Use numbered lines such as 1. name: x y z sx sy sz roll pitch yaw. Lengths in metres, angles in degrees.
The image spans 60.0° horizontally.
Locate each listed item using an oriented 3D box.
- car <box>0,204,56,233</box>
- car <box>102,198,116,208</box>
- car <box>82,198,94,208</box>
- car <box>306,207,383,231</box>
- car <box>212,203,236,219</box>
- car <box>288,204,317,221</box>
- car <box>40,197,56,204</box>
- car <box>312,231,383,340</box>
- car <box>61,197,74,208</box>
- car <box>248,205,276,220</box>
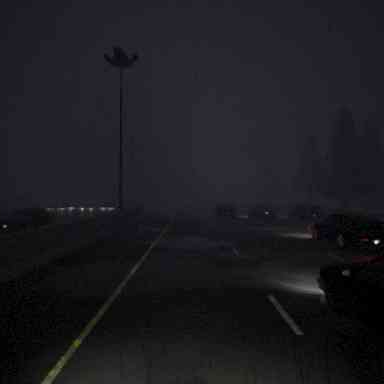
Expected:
1. car: -10.640 1.739 21.334 1.837 1.490 4.892 0 -1 0
2. car: -15.689 2.226 61.672 1.994 1.385 4.181 0 -1 -14
3. car: -19.180 2.184 61.255 1.812 1.442 4.674 0 -1 -15
4. car: 7.103 1.673 15.230 1.837 1.490 4.892 0 0 0
5. car: 3.208 1.848 33.986 1.882 1.535 5.008 0 0 -4
6. car: 10.377 1.828 30.822 2.128 1.511 4.902 0 -1 -2
7. car: -26.487 1.871 61.354 2.150 2.045 5.566 0 0 -16
8. car: 3.597 1.600 4.734 2.033 1.411 5.357 0 -1 0
9. car: -22.802 2.152 61.158 1.837 1.490 4.892 0 -1 -15
10. car: 6.783 1.919 32.591 1.994 1.385 4.181 0 -1 -3
